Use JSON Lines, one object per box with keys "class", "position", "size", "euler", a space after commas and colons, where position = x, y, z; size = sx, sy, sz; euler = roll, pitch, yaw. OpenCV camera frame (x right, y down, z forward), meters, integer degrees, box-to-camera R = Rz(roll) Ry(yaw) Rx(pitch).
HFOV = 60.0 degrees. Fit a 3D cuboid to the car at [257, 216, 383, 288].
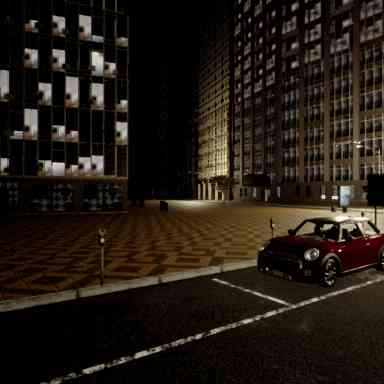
{"class": "car", "position": [3.691, 1.439, 9.196], "size": [4.097, 1.590, 1.967], "euler": [0, 0, -36]}
